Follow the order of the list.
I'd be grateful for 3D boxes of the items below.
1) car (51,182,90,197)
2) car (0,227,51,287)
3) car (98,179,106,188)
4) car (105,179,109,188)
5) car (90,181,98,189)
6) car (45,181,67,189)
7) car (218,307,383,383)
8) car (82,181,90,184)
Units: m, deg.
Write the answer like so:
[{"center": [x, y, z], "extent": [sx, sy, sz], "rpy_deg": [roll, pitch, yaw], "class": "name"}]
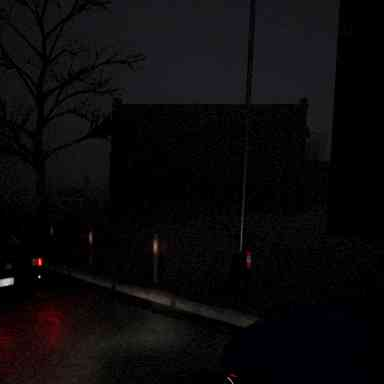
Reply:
[{"center": [-16.711, -0.152, 45.981], "extent": [1.882, 1.535, 5.008], "rpy_deg": [3, 2, 13], "class": "car"}, {"center": [-5.512, 1.508, 8.180], "extent": [4.718, 1.301, 1.895], "rpy_deg": [2, 1, 39], "class": "car"}, {"center": [-22.933, -1.645, 75.927], "extent": [4.892, 1.521, 2.231], "rpy_deg": [3, 3, 20], "class": "car"}, {"center": [-21.033, -2.052, 81.093], "extent": [5.566, 2.045, 2.435], "rpy_deg": [3, 3, 20], "class": "car"}, {"center": [-23.849, -1.696, 73.318], "extent": [4.553, 1.767, 2.185], "rpy_deg": [3, 3, 20], "class": "car"}, {"center": [-26.715, -1.490, 65.557], "extent": [4.553, 1.767, 2.185], "rpy_deg": [3, 2, 20], "class": "car"}, {"center": [2.500, 1.477, 2.017], "extent": [5.008, 1.535, 1.882], "rpy_deg": [0, 0, 35], "class": "car"}, {"center": [-24.838, -1.462, 70.749], "extent": [4.674, 1.452, 2.002], "rpy_deg": [3, 3, 20], "class": "car"}]
